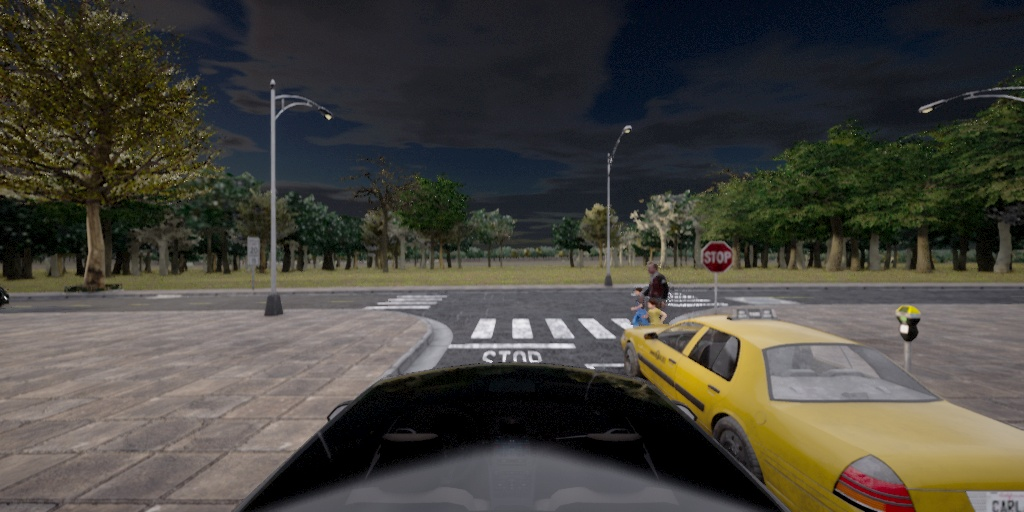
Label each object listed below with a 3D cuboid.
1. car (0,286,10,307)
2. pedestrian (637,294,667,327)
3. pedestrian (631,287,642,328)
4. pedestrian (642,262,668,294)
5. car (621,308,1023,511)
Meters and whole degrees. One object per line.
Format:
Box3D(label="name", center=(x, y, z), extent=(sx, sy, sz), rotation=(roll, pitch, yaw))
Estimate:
Box3D(label="car", center=(-23.411, 1.376, 14.320), extent=(4.553, 1.767, 2.097), rotation=(-1, 0, 0))
Box3D(label="pedestrian", center=(2.933, 1.397, 7.313), extent=(0.500, 1.100, 0.500), rotation=(0, 0, 0))
Box3D(label="pedestrian", center=(3.155, 1.291, 8.659), extent=(0.375, 1.300, 0.375), rotation=(0, 0, 0))
Box3D(label="pedestrian", center=(3.229, 1.014, 8.058), extent=(0.375, 1.860, 0.375), rotation=(0, 0, 0))
Box3D(label="car", center=(2.638, 1.264, 4.200), extent=(1.751, 1.417, 4.829), rotation=(0, 0, 0))
